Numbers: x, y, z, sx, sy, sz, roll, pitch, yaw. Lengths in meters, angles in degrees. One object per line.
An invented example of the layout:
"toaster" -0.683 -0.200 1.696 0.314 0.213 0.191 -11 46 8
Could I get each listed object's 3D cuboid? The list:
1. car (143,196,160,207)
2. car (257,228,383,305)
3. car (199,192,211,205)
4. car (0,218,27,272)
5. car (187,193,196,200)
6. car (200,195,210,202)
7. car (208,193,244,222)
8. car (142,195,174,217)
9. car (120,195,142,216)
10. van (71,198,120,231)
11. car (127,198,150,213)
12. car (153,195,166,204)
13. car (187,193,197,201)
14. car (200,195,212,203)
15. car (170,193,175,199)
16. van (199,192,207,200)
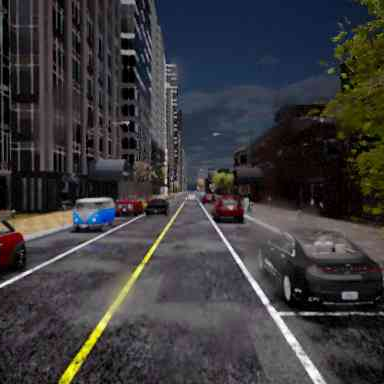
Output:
"car" -5.713 1.351 47.337 1.887 1.381 4.507 -1 0 0
"car" 2.689 1.519 7.852 2.008 1.369 4.403 -1 0 0
"car" 2.662 1.099 52.863 2.192 1.841 5.009 -1 0 0
"car" -5.717 1.408 7.866 1.967 1.590 4.097 -1 0 0
"car" -0.020 1.022 81.000 2.128 1.511 4.902 0 0 0
"car" 2.662 1.298 69.466 1.802 1.307 4.206 -1 0 0
"car" 2.669 1.212 25.190 2.192 1.841 5.009 -1 0 0
"car" -3.023 1.354 30.337 1.882 1.535 5.008 0 0 0
"car" -5.712 1.190 30.732 2.192 1.841 5.009 -1 0 0
"van" -5.709 1.261 19.663 1.690 1.788 3.998 -1 0 0
"car" -5.711 1.378 36.098 1.752 1.417 4.829 -1 0 0
"car" -5.717 1.287 58.237 1.752 1.417 4.829 -1 0 0
"car" -0.017 1.220 70.716 1.812 1.442 4.674 0 0 0
"car" 2.663 1.304 63.932 1.947 1.339 4.313 -1 0 0
"car" -5.726 1.065 91.616 1.967 1.590 4.097 -1 0 0
"van" 2.655 1.011 80.534 1.690 1.788 3.998 -1 0 0
